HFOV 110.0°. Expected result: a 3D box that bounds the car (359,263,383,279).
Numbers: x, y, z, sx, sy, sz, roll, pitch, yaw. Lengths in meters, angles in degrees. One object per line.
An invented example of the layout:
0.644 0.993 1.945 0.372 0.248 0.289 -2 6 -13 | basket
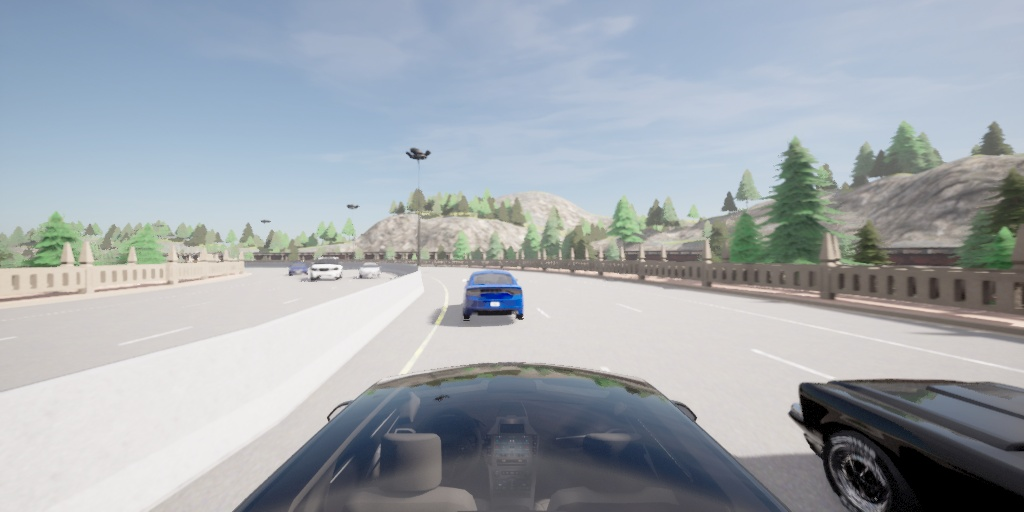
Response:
-13.497 1.400 34.177 1.812 1.442 4.674 0 0 -22 | car

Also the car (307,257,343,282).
-16.230 1.111 31.647 2.150 2.045 5.566 0 -1 -21 | car

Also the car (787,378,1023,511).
3.481 1.336 1.148 1.895 1.301 4.718 0 0 0 | car

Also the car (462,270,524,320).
-0.748 1.235 12.770 1.882 1.535 5.008 0 0 -6 | car

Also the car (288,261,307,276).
-24.202 1.510 40.808 1.812 1.442 4.674 0 0 -28 | car
